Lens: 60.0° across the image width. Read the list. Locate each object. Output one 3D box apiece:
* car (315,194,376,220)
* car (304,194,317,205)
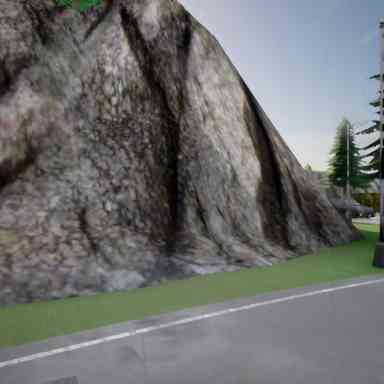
[{"bbox_3d":[13.327,1.351,28.687,2.097,1.767,4.553,0,0,-25],"label":"car"},{"bbox_3d":[21.393,1.327,55.740,5.566,2.045,2.150,0,0,-29],"label":"car"}]
